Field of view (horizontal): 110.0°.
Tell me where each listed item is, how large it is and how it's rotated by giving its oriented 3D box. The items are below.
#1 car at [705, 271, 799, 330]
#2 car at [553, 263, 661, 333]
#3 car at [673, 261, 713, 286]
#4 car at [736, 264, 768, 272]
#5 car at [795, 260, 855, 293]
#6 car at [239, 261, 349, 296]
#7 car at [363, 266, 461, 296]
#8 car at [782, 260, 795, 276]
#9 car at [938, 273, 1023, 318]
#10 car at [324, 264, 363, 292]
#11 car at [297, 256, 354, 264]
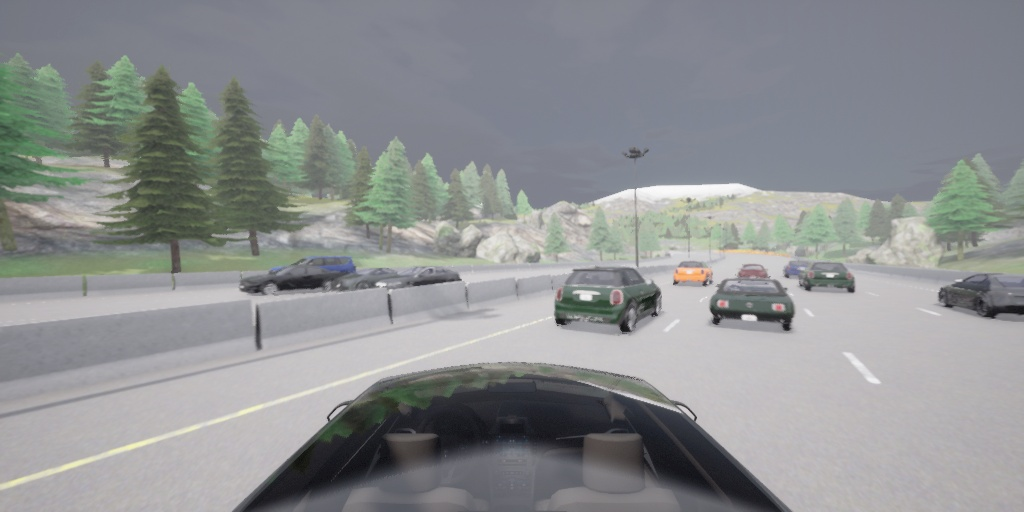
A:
[{"bbox_3d":[7.399,1.317,11.140,1.895,1.301,4.718,0,0,34],"label":"car"},{"bbox_3d":[3.095,1.082,11.021,2.097,1.767,4.553,0,0,34],"label":"car"},{"bbox_3d":[13.074,1.121,25.802,2.097,1.767,4.553,0,0,34],"label":"car"},{"bbox_3d":[17.787,1.300,26.551,1.812,1.442,4.674,0,0,34],"label":"car"},{"bbox_3d":[18.364,1.095,21.130,2.097,1.767,4.553,0,0,34],"label":"car"},{"bbox_3d":[-12.164,1.269,20.051,1.882,1.535,5.008,0,0,34],"label":"car"},{"bbox_3d":[-4.732,1.256,18.549,2.128,1.511,4.902,0,0,34],"label":"car"},{"bbox_3d":[27.124,1.172,34.106,2.097,1.767,4.553,0,0,34],"label":"car"},{"bbox_3d":[16.422,1.262,11.996,1.994,1.385,4.181,0,0,34],"label":"car"},{"bbox_3d":[-7.854,1.340,20.179,1.994,1.385,4.181,0,0,34],"label":"car"},{"bbox_3d":[-13.414,1.021,24.456,2.150,2.045,5.566,0,0,34],"label":"car"}]
